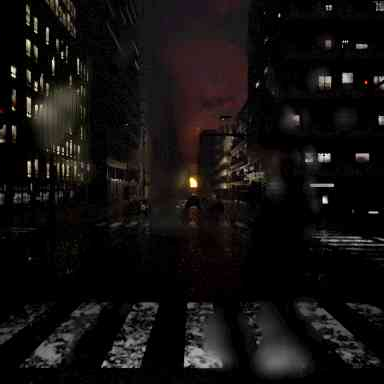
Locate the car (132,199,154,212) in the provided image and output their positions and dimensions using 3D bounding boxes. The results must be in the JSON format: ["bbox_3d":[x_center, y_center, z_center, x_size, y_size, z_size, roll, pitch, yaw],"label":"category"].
[{"bbox_3d":[-5.635,1.555,38.608,1.947,1.339,4.313,-1,0,0],"label":"car"}]

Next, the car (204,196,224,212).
[{"bbox_3d":[2.745,1.540,38.593,2.008,1.369,4.403,-1,0,0],"label":"car"}]

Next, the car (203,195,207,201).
[{"bbox_3d":[2.806,1.422,72.521,1.967,1.590,4.097,-1,0,0],"label":"car"}]

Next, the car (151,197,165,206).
[{"bbox_3d":[-5.604,1.530,55.572,1.887,1.381,4.507,-1,0,0],"label":"car"}]

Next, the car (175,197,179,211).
[{"bbox_3d":[-3.021,1.210,41.564,2.150,2.045,5.566,0,0,0],"label":"car"}]

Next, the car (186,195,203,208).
[{"bbox_3d":[0.183,1.465,47.468,1.882,1.535,5.008,0,0,0],"label":"car"}]

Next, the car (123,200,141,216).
[{"bbox_3d":[-5.646,1.516,32.784,1.752,1.417,4.829,-1,0,0],"label":"car"}]

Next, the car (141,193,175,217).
[{"bbox_3d":[-3.048,1.212,31.085,2.150,2.045,5.566,0,0,0],"label":"car"}]

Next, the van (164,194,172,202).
[{"bbox_3d":[-5.566,1.322,78.191,1.690,1.788,3.998,-1,0,0],"label":"van"}]

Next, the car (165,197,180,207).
[{"bbox_3d":[-2.995,1.534,52.108,2.033,1.411,5.357,0,0,0],"label":"car"}]

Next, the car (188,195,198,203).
[{"bbox_3d":[0.206,1.460,70.215,1.882,1.535,5.008,0,0,0],"label":"car"}]
